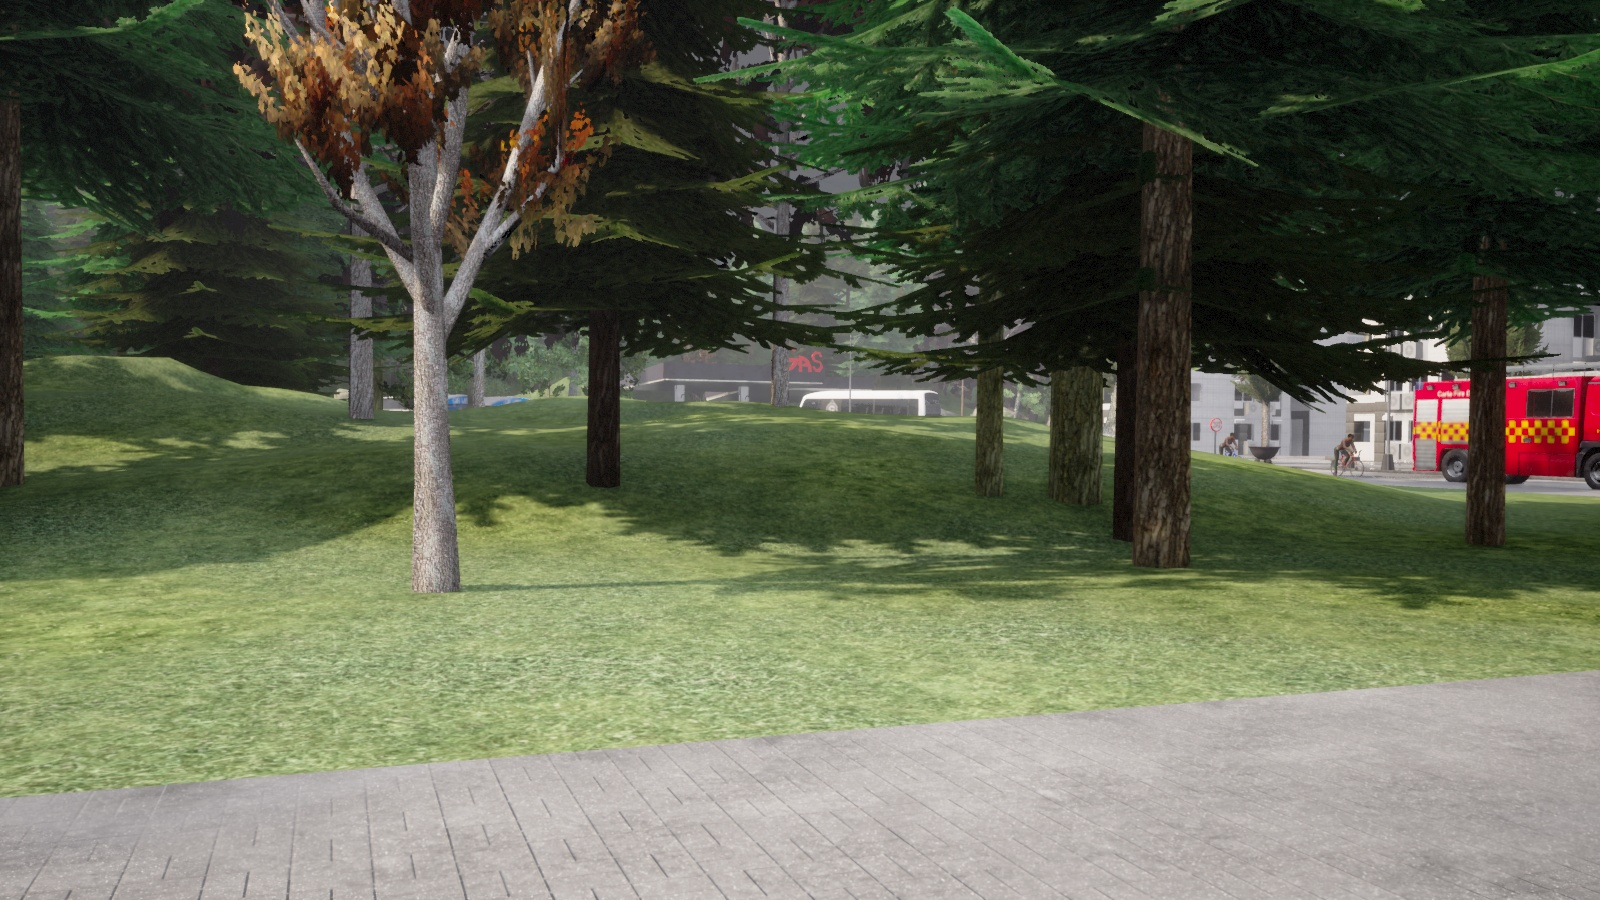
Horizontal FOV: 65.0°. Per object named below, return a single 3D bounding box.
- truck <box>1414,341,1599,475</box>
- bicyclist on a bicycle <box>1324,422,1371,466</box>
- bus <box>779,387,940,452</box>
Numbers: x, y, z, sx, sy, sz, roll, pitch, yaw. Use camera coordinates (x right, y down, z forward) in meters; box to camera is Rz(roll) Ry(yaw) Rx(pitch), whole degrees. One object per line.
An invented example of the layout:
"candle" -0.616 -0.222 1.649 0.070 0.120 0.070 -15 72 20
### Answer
"truck" 23.339 -1.245 38.456 2.891 3.827 8.468 -1 1 -20
"bicyclist on a bicycle" 20.321 -0.227 46.636 0.582 1.620 1.656 -1 1 -20
"bus" 4.050 -2.029 86.346 10.273 4.253 3.944 0 1 28
